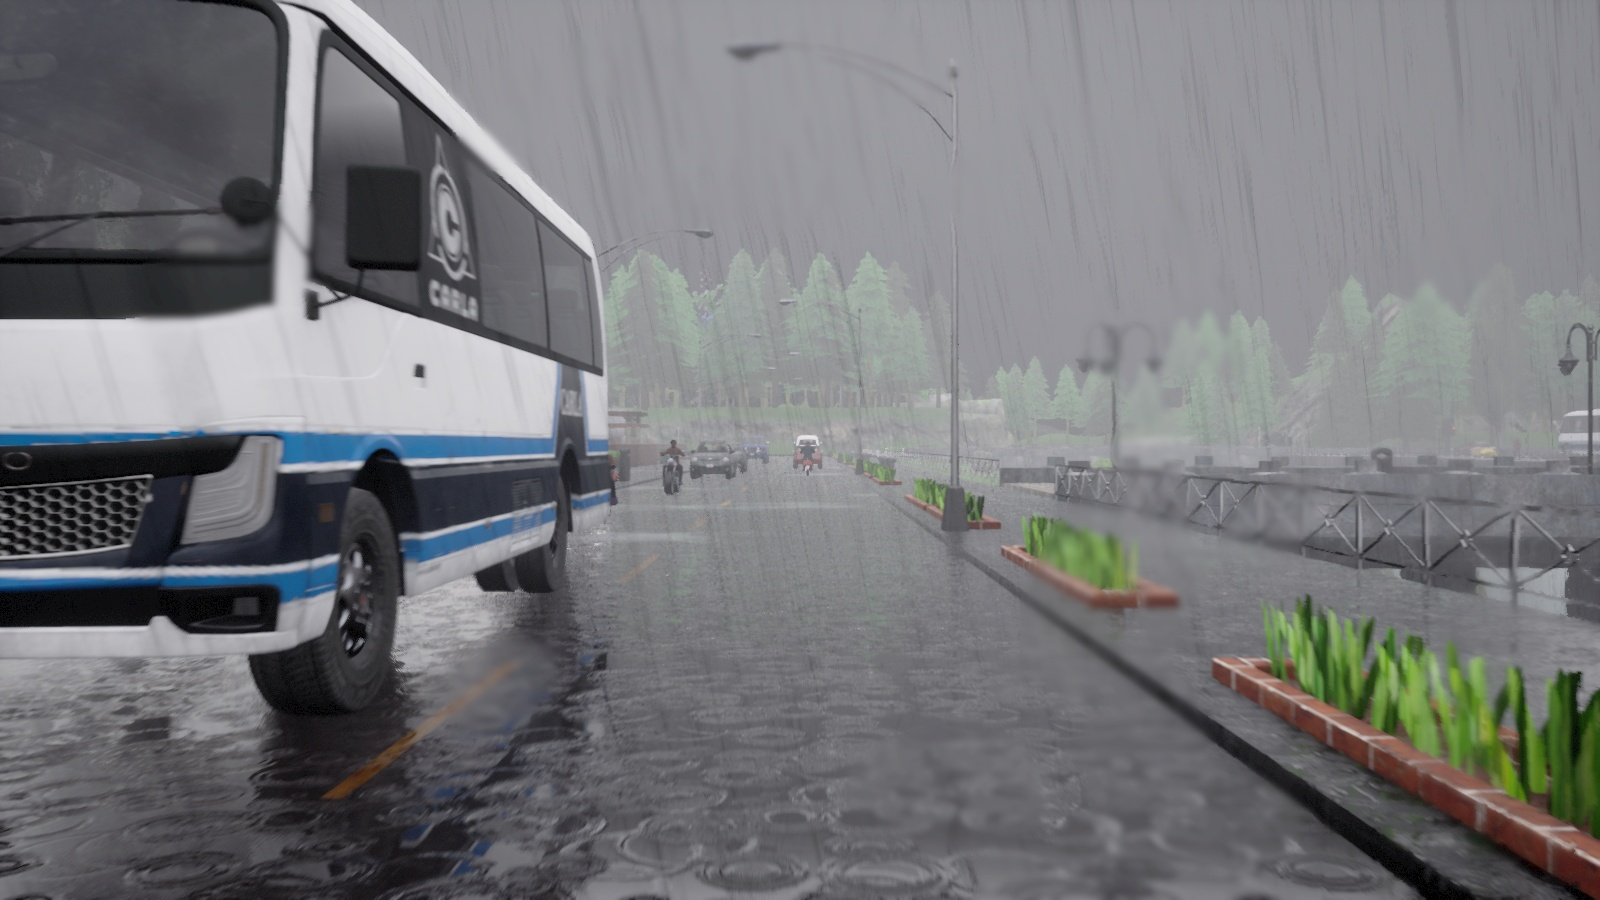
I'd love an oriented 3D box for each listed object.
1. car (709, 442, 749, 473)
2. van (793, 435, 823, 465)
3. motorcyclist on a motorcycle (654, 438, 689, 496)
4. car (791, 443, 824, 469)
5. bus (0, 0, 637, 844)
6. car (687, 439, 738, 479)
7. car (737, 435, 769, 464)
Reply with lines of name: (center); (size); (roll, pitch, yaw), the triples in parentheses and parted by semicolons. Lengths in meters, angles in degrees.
car: (-3.604, 0.361, 64.085); (1.789, 1.549, 3.705); (0, 0, 0)
van: (0.540, -0.028, 88.960); (2.069, 2.038, 4.480); (0, 1, 1)
motorcyclist on a motorcycle: (-3.764, 0.486, 36.920); (0.766, 1.649, 2.350); (0, 1, 1)
car: (0.450, 0.348, 73.291); (1.845, 1.501, 3.633); (0, 0, 0)
bus: (-3.924, -0.688, 9.809); (3.944, 4.253, 10.273); (0, 0, 0)
car: (-3.670, 0.343, 53.058); (1.851, 1.617, 3.988); (0, 0, 0)
car: (-3.436, -0.059, 92.632); (2.150, 2.045, 5.566); (0, 0, 0)
